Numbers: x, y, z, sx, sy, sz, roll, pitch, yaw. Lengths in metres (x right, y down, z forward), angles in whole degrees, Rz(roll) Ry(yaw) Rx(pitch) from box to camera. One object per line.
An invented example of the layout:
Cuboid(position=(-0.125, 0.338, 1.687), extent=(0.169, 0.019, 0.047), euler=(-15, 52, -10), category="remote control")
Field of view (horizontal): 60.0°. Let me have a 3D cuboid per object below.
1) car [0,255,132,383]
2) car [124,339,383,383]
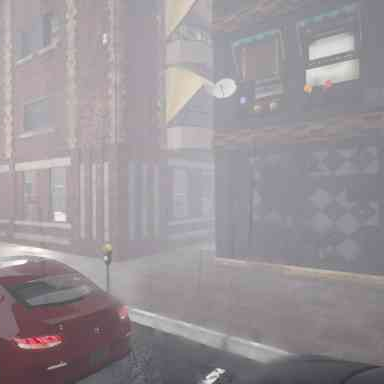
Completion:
Cuboid(position=(-2.670, 1.583, 4.741), extent=(4.206, 1.307, 1.802), euler=(0, -1, 35), category="car")
Cuboid(position=(1.941, 1.566, 1.464), extent=(4.313, 1.339, 1.947), euler=(0, -1, 35), category="car")
